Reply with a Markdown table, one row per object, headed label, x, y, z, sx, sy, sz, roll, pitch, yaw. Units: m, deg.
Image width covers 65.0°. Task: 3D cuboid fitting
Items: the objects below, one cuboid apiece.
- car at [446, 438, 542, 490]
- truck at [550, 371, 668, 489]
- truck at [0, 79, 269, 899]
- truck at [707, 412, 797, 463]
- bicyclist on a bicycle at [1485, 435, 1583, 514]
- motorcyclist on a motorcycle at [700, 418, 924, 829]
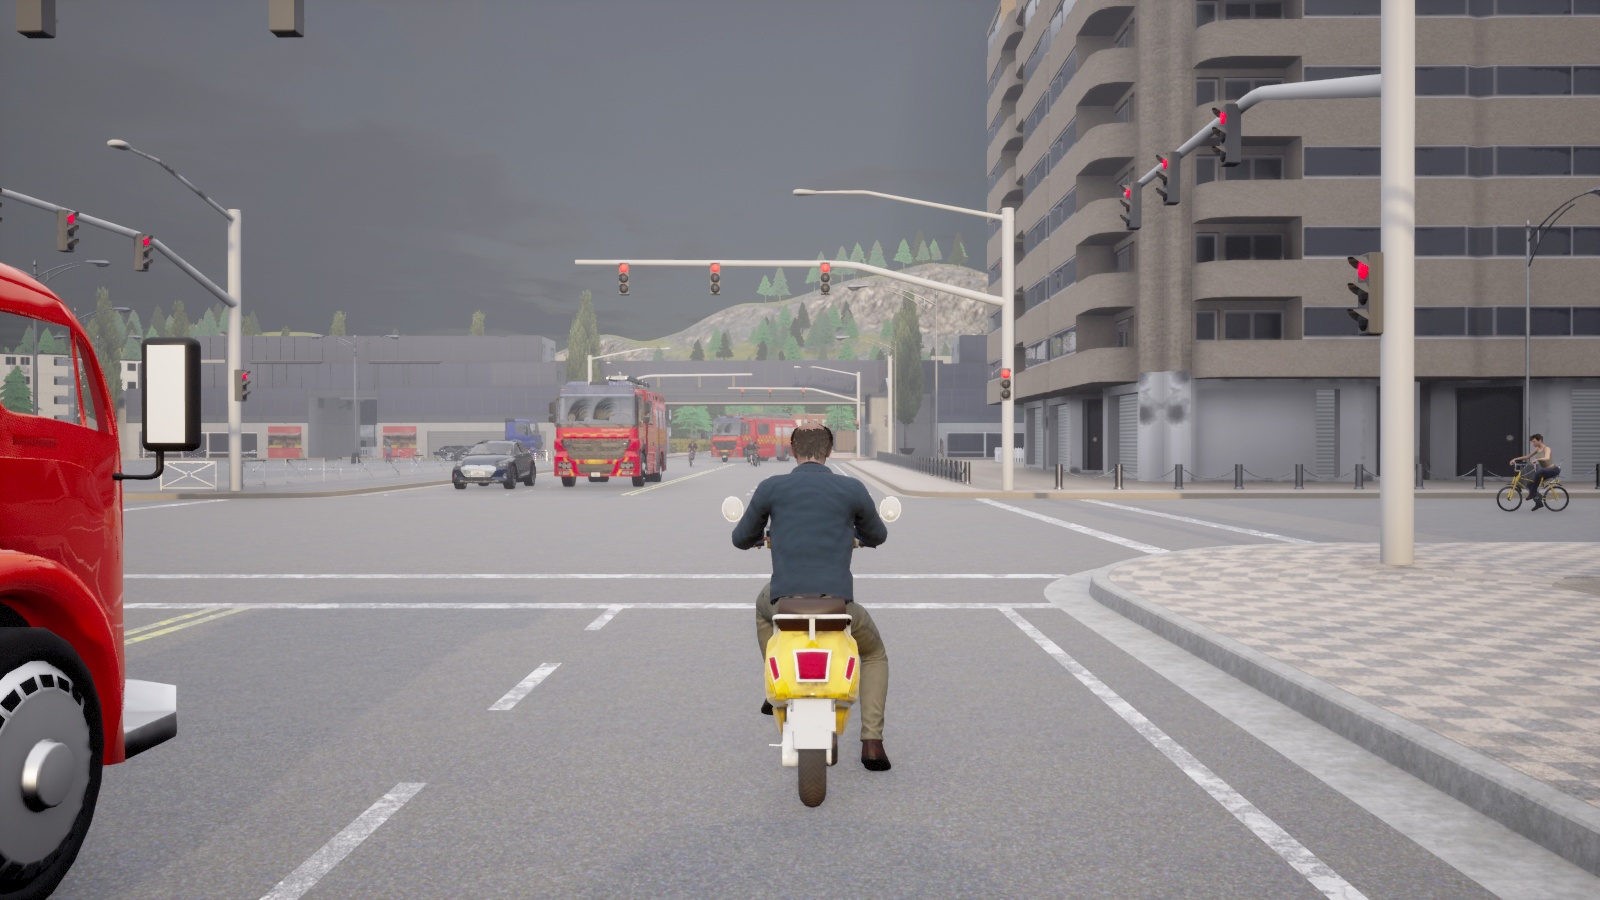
| label | x | y | z | sx | sy | sz | roll | pitch | yaw |
| --- | --- | --- | --- | --- | --- | --- | --- | --- | --- |
| car | -10.209 | 0.430 | 42.256 | 2.033 | 1.649 | 4.856 | 0 | 0 | 0 |
| truck | -6.689 | -0.679 | 45.253 | 2.891 | 3.827 | 8.468 | 0 | 0 | 0 |
| truck | -3.468 | 0.243 | 2.454 | 2.627 | 2.467 | 5.204 | 0 | 0 | 0 |
| truck | -3.672 | -0.980 | 98.949 | 2.891 | 3.827 | 8.468 | 0 | 0 | 31 |
| bicyclist on a bicycle | 15.104 | 0.494 | 25.880 | 1.509 | 1.612 | 0.866 | 0 | 0 | 0 |
| motorcyclist on a motorcycle | 0.053 | 0.667 | 5.772 | 0.866 | 1.590 | 1.817 | 0 | 0 | 0 |
